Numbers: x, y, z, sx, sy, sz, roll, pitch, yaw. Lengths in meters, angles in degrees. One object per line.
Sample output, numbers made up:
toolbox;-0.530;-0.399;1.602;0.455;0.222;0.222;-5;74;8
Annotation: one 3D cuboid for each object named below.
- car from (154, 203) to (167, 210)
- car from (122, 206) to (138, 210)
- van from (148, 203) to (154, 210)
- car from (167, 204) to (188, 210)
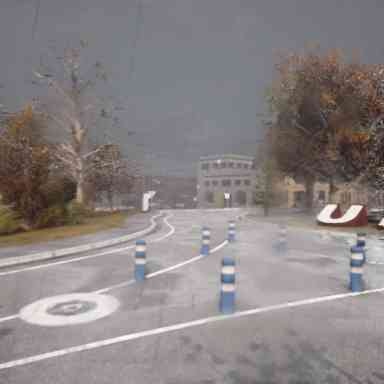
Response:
car;-6.220;3.666;78.506;2.163;1.488;4.792;1;-4;-39
car;-16.603;4.621;91.350;2.002;1.452;4.674;1;-4;-39
van;-9.749;3.731;82.876;1.878;1.987;4.442;1;-4;-39
car;-2.756;3.363;74.249;2.002;1.452;4.674;3;-5;-39
